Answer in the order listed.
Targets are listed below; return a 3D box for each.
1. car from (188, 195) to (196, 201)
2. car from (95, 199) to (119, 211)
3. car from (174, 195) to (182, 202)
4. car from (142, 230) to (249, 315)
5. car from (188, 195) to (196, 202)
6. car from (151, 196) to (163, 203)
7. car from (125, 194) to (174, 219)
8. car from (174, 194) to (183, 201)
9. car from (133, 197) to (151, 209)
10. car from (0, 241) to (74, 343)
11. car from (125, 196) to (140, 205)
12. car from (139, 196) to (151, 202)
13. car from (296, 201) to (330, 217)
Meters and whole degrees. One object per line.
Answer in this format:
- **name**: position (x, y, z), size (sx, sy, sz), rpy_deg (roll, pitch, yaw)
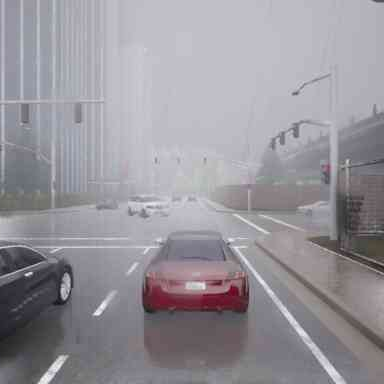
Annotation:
- **car**: position (0.009, 1.478, 85.198), size (1.882, 1.535, 5.008), rpy_deg (0, 0, 0)
- **car**: position (-10.598, 1.547, 41.920), size (2.033, 1.411, 5.357), rpy_deg (0, 0, 0)
- **car**: position (-3.492, 1.495, 74.245), size (1.837, 1.490, 4.892), rpy_deg (0, 0, 0)
- **car**: position (0.073, 1.564, 7.654), size (1.994, 1.385, 4.181), rpy_deg (0, 0, 0)
- **car**: position (0.016, 1.478, 74.791), size (1.882, 1.535, 5.008), rpy_deg (0, 0, 0)
- **car**: position (-7.015, 1.525, 67.071), size (1.812, 1.442, 4.674), rpy_deg (0, 0, 0)
- **car**: position (-4.124, 1.249, 30.052), size (2.150, 2.045, 5.566), rpy_deg (-1, 1, -32)
- **car**: position (-3.491, 1.386, 84.669), size (2.128, 1.511, 4.902), rpy_deg (0, 0, 0)
- **car**: position (-7.092, 1.505, 47.422), size (1.837, 1.490, 4.892), rpy_deg (0, 0, 0)
- **car**: position (-3.441, 1.505, 5.198), size (1.837, 1.490, 4.892), rpy_deg (0, 0, 0)
- **car**: position (-10.566, 1.506, 59.260), size (1.837, 1.490, 4.892), rpy_deg (0, 0, 0)
- **car**: position (-10.492, 1.526, 74.661), size (2.033, 1.411, 5.357), rpy_deg (0, 0, 0)
- **car**: position (12.370, 1.581, 31.754), size (4.674, 1.442, 1.812), rpy_deg (0, 0, -3)
